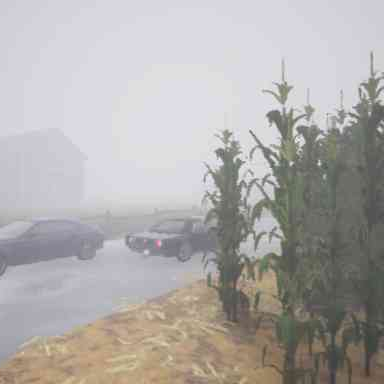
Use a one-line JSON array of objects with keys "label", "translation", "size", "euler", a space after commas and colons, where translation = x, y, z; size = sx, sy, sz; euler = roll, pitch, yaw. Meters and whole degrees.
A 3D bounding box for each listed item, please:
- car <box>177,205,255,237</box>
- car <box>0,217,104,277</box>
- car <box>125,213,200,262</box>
[{"label": "car", "translation": [1.580, 1.549, 19.523], "size": [2.033, 1.411, 5.357], "euler": [0, 0, 36]}, {"label": "car", "translation": [-4.895, 1.526, 10.367], "size": [1.812, 1.442, 4.674], "euler": [0, 0, 35]}, {"label": "car", "translation": [-0.040, 1.602, 12.210], "size": [1.895, 1.301, 4.718], "euler": [0, 0, 39]}]
